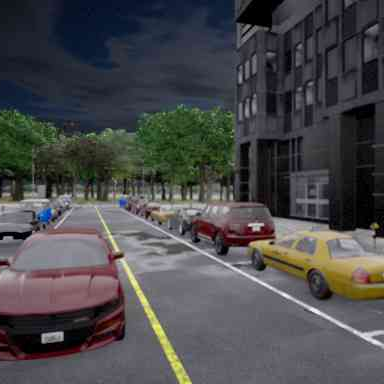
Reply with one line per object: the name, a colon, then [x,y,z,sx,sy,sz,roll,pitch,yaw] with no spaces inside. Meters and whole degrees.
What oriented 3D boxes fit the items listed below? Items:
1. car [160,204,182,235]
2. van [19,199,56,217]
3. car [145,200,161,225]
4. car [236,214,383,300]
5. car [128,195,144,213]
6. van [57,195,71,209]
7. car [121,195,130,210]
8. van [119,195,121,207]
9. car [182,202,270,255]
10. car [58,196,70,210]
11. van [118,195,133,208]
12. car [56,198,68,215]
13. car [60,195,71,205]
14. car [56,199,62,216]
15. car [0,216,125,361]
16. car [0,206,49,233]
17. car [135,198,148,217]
car: [-0.200,1.545,18.546,2.008,1.369,4.403,0,0,-17]
van: [-9.963,1.340,21.182,1.690,1.788,3.998,0,0,-17]
car: [-1.879,1.520,23.896,1.752,1.417,4.829,0,0,-17]
car: [3.004,1.521,8.332,1.752,1.417,4.829,0,0,-17]
car: [-5.084,1.436,34.111,1.967,1.590,4.097,0,0,-17]
van: [-18.101,1.345,47.124,1.690,1.788,3.998,0,0,-17]
car: [-6.712,1.312,39.299,2.192,1.841,5.009,0,0,-17]
van: [-8.339,1.339,44.487,1.690,1.788,3.998,0,0,-17]
car: [1.427,1.310,13.358,2.192,1.841,5.009,0,0,-17]
car: [-14.795,1.526,36.585,1.752,1.417,4.829,0,0,-17]
van: [-9.967,1.341,49.676,1.690,1.788,3.998,0,0,-17]
car: [-13.218,1.566,31.559,1.947,1.339,4.313,0,0,-17]
car: [-16.473,1.442,41.935,1.967,1.590,4.097,0,0,-17]
car: [-11.540,1.524,26.209,1.752,1.417,4.829,0,0,-17]
car: [-2.423,1.476,6.382,1.882,1.535,5.008,0,0,-17]
car: [-8.335,1.565,15.994,1.947,1.339,4.313,0,0,-17]
car: [-3.456,1.539,28.923,1.887,1.381,4.507,0,0,-17]
